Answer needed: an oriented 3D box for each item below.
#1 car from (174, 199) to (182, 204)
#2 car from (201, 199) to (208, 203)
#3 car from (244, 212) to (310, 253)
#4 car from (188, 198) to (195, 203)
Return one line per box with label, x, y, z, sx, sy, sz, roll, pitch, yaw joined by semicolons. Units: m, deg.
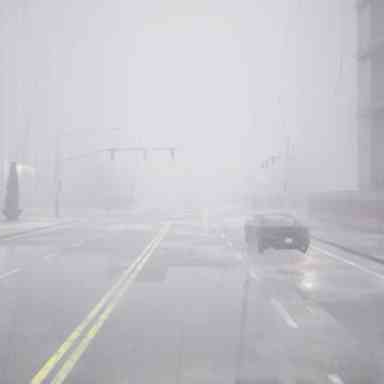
car;-3.560;2.370;82.874;1.895;1.301;4.718;0;-1;0
car;3.434;2.417;90.344;1.895;1.301;4.718;0;-1;0
car;3.494;1.614;14.480;1.882;1.535;5.008;0;0;0
car;-0.066;2.374;90.312;1.994;1.385;4.181;0;-1;0
